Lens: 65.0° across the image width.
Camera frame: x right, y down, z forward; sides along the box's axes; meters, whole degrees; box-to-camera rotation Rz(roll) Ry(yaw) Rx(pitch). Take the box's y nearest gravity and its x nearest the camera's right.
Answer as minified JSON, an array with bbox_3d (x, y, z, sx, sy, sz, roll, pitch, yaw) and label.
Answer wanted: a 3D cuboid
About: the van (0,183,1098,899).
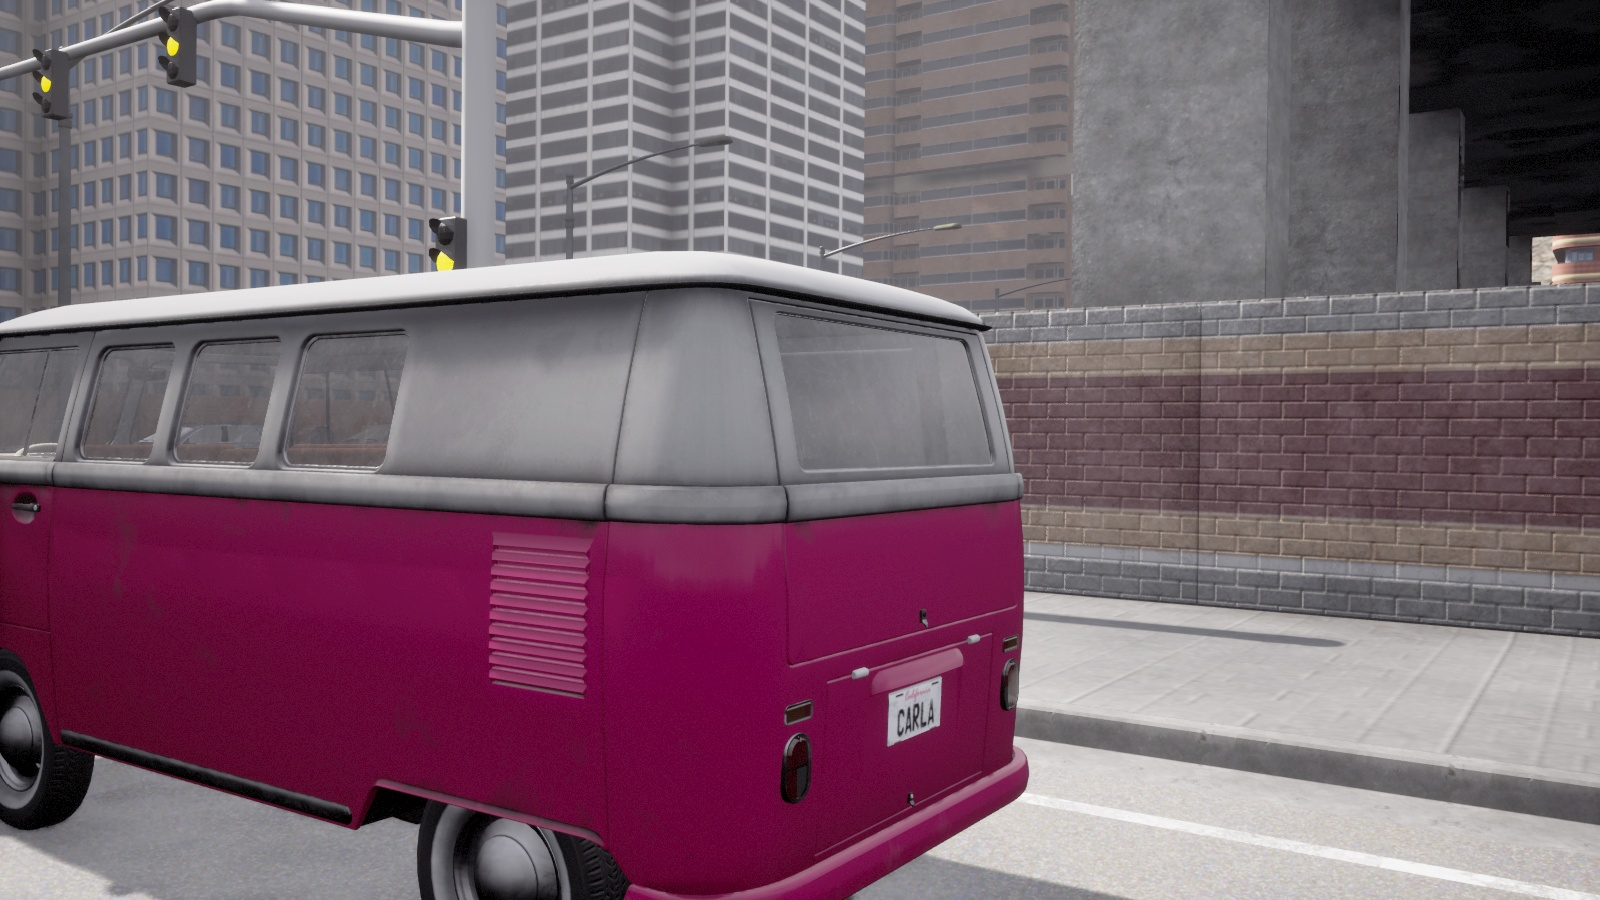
[{"bbox_3d":[-1.387,0.435,4.539,4.442,1.987,1.775,0,1,34],"label":"van"}]

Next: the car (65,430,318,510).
[{"bbox_3d":[-13.873,0.392,28.947,2.033,1.649,4.856,0,1,34],"label":"car"}]
